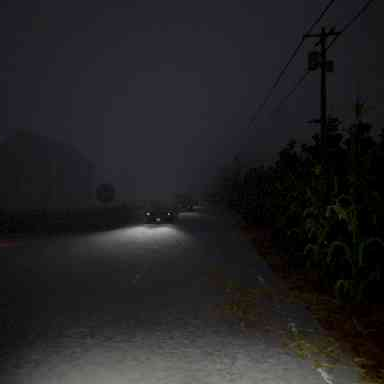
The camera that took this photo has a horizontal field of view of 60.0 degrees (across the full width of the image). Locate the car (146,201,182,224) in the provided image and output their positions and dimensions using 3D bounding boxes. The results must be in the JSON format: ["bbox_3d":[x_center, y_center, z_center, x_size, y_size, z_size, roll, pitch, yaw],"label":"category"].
[{"bbox_3d":[-2.149,1.599,25.127,1.895,1.301,4.718,0,0,4],"label":"car"}]

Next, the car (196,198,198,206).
[{"bbox_3d":[0.040,1.544,53.270,2.033,1.411,5.357,0,0,5],"label":"car"}]

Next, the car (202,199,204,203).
[{"bbox_3d":[3.523,1.560,66.441,1.994,1.385,4.181,0,0,-25],"label":"car"}]

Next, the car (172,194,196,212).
[{"bbox_3d":[-1.059,1.222,39.341,2.150,2.045,5.566,0,0,5],"label":"car"}]

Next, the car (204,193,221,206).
[{"bbox_3d":[3.596,1.219,55.738,2.150,2.045,5.566,0,0,5],"label":"car"}]
